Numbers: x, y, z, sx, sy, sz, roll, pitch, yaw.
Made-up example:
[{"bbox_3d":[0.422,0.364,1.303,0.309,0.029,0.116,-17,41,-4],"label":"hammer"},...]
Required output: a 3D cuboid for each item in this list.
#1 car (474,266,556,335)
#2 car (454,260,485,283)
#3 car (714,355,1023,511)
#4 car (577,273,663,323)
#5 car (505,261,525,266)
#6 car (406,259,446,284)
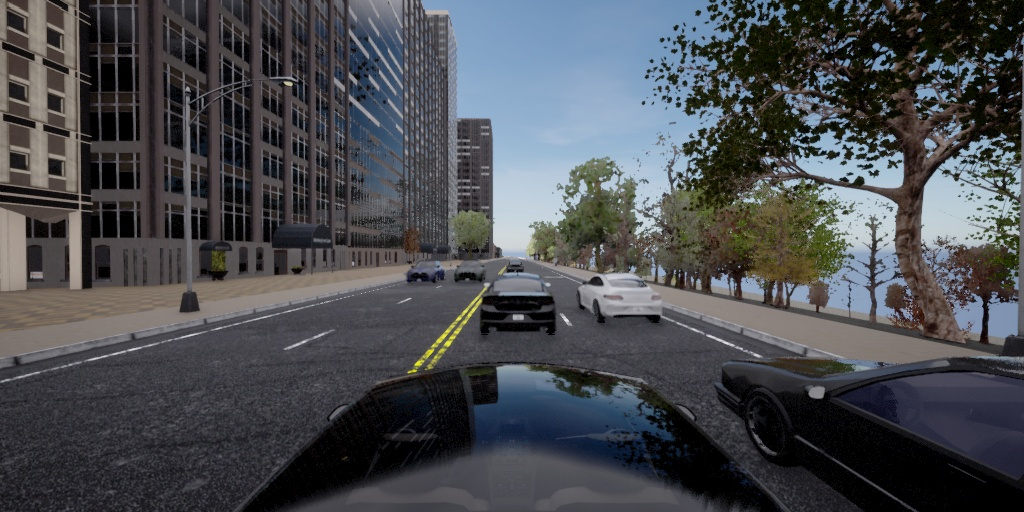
[{"bbox_3d":[0.158,1.226,10.585,1.882,1.535,5.008,0,0,0],"label":"car"},{"bbox_3d":[-3.172,1.098,27.924,2.097,1.767,4.553,0,0,0],"label":"car"},{"bbox_3d":[3.349,1.297,1.839,2.033,1.411,5.357,0,0,0],"label":"car"},{"bbox_3d":[3.416,1.274,11.972,1.812,1.442,4.674,0,0,0],"label":"car"},{"bbox_3d":[0.341,1.250,37.843,1.837,1.490,4.892,0,0,0],"label":"car"},{"bbox_3d":[-6.427,1.098,27.155,2.097,1.767,4.553,0,0,0],"label":"car"}]
